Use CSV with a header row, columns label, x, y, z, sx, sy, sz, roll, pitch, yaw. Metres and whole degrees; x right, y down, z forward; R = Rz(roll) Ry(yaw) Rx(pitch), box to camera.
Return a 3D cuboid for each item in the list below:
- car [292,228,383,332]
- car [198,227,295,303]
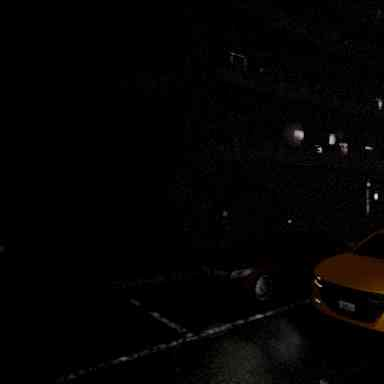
label,x,y,z,sx,sy,sz,roll,pitch,yaw
car,4.382,1.441,6.502,5.008,1.535,1.882,0,0,-35
car,2.101,1.550,8.057,4.206,1.307,1.802,0,0,-35
